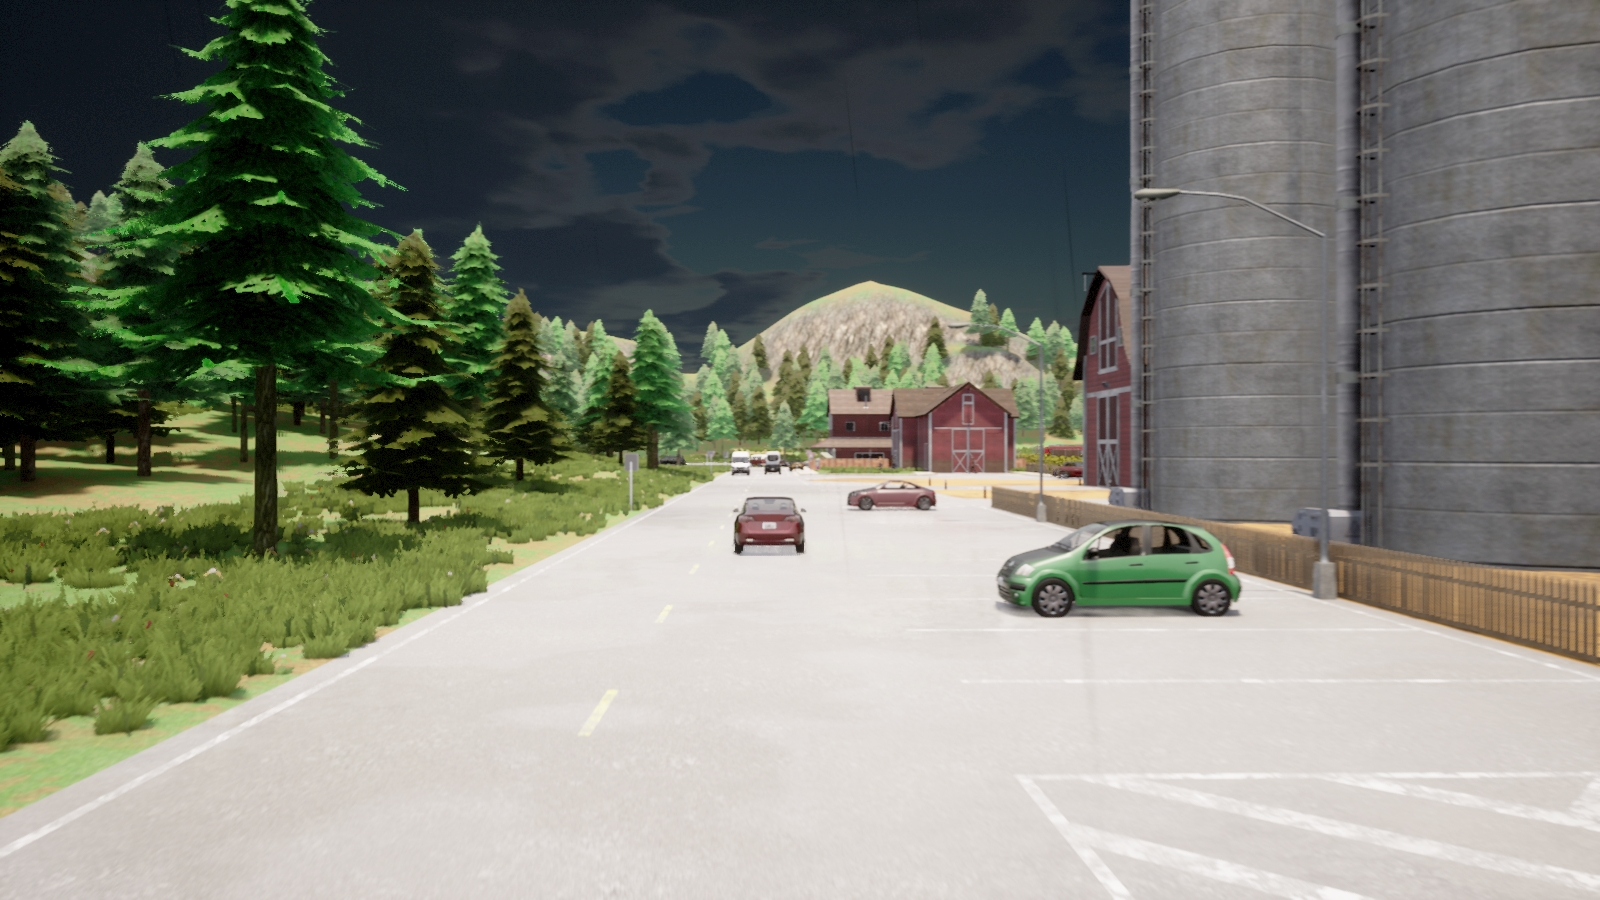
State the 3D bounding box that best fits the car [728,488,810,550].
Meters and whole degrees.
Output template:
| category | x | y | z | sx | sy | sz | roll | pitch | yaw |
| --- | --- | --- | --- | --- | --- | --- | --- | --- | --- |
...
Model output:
| category | x | y | z | sx | sy | sz | roll | pitch | yaw |
| --- | --- | --- | --- | --- | --- | --- | --- | --- | --- |
| car | -0.871 | 1.911 | 32.646 | 2.163 | 1.488 | 4.792 | 0 | 0 | -1 |
